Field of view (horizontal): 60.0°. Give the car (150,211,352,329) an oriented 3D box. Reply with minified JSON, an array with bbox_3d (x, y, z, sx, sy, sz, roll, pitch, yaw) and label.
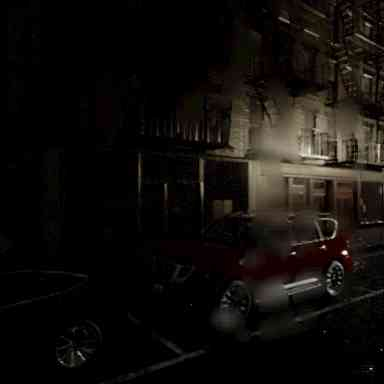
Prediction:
[{"bbox_3d":[1.464,1.373,7.246,5.009,1.841,2.192,1,0,-36],"label":"car"}]

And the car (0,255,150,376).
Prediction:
[{"bbox_3d":[-2.938,1.565,4.103,4.313,1.339,1.947,1,0,-36],"label":"car"}]
